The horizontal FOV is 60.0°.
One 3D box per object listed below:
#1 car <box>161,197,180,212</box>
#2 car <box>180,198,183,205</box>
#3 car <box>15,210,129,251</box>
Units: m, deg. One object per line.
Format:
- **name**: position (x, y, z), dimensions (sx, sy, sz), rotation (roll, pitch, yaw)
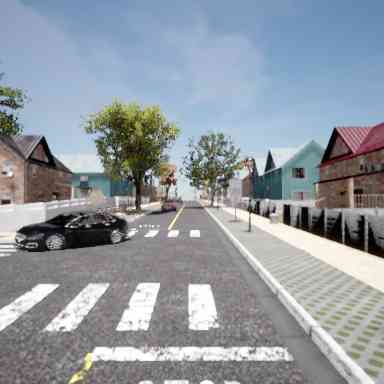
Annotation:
- **car**: position (-2.799, 1.634, 41.249), dimensions (1.812, 1.442, 4.674), rotation (0, 0, 0)
- **car**: position (-2.832, 1.791, 66.829), dimensions (1.994, 1.385, 4.181), rotation (0, 0, 0)
- **car**: position (-4.958, 1.596, 14.413), dimensions (1.837, 1.490, 4.892), rotation (4, 2, 39)
